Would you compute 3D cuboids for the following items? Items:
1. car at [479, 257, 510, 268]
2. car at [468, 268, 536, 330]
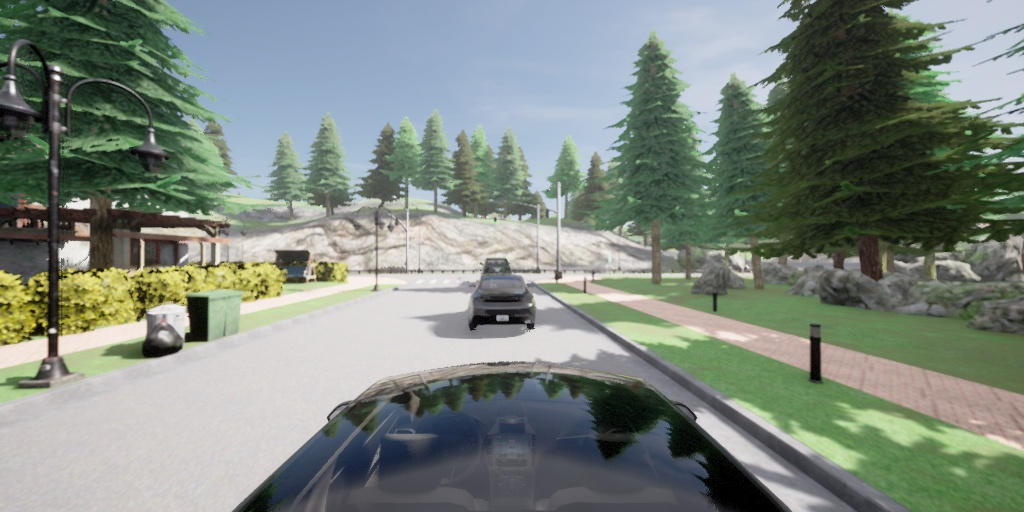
[{"bbox_3d":[-1.364,1.082,28.479,2.150,2.045,5.566,0,1,-7],"label":"car"},{"bbox_3d":[-0.338,1.307,11.426,1.837,1.490,4.892,0,0,-2],"label":"car"}]
